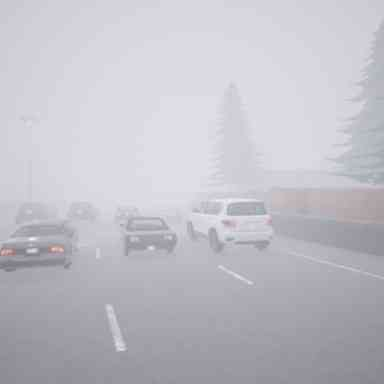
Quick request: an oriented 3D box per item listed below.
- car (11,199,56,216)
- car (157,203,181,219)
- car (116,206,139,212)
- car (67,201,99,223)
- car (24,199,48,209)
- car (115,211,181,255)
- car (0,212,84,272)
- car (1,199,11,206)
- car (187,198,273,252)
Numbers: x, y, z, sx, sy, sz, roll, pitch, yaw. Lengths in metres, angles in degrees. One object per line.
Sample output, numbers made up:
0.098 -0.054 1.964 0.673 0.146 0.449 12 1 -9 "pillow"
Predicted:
-12.219 1.566 26.324 2.097 1.767 4.553 0 0 -10 "car"
-2.093 1.698 29.341 1.812 1.442 4.674 0 0 -10 "car"
-5.296 1.781 27.322 1.895 1.301 4.718 0 0 -10 "car"
-8.801 1.551 27.082 2.097 1.767 4.553 0 0 -10 "car"
-25.575 1.974 54.777 1.812 1.442 4.674 0 0 0 "car"
-2.035 1.688 13.864 1.895 1.301 4.718 0 0 -16 "car"
-4.956 1.638 11.302 2.033 1.411 5.357 0 0 -16 "car"
-29.075 1.951 55.593 1.882 1.535 5.008 0 0 0 "car"
1.417 1.294 14.484 2.150 2.045 5.566 0 0 -16 "car"
